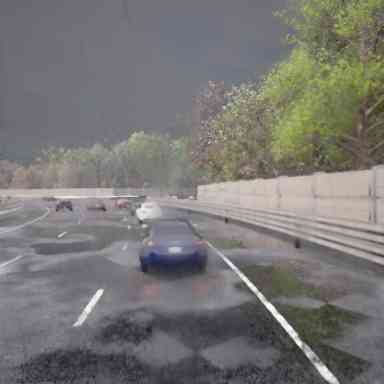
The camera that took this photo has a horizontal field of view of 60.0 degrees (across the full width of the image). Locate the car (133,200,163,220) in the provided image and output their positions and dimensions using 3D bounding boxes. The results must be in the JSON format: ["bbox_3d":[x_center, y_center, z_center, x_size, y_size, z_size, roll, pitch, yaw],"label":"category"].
[{"bbox_3d":[-3.193,1.514,24.968,1.812,1.442,4.674,0,0,-12],"label":"car"}]

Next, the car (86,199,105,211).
[{"bbox_3d":[-11.740,1.572,40.444,1.994,1.385,4.181,0,0,-22],"label":"car"}]

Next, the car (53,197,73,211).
[{"bbox_3d":[-15.700,1.529,40.811,1.837,1.490,4.892,0,0,-23],"label":"car"}]

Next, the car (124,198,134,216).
[{"bbox_3d":[-5.326,1.536,33.139,2.033,1.411,5.357,0,0,-15],"label":"car"}]

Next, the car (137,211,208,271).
[{"bbox_3d":[-0.711,1.554,11.066,1.994,1.385,4.181,0,0,-7],"label":"car"}]

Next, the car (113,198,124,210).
[{"bbox_3d":[-8.730,1.518,42.371,1.812,1.442,4.674,0,0,-23],"label":"car"}]

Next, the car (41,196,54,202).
[{"bbox_3d":[-34.926,1.586,80.861,4.674,1.442,1.812,0,0,44],"label":"car"}]
